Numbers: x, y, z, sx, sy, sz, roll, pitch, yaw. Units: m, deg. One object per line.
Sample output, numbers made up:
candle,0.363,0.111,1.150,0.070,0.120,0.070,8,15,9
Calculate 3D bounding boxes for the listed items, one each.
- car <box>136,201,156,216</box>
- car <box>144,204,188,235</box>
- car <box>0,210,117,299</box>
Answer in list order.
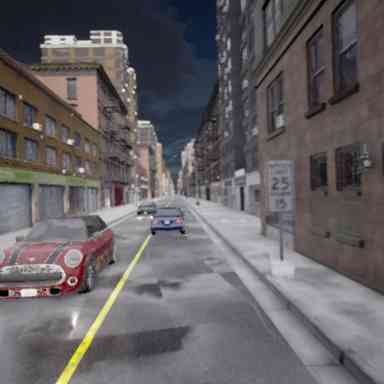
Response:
car,-4.574,1.650,34.623,2.033,1.411,5.357,-2,0,-2
car,-1.252,1.572,19.231,2.033,1.411,5.357,-2,0,0
car,-3.425,1.449,8.975,2.097,1.767,4.553,-2,0,-3
